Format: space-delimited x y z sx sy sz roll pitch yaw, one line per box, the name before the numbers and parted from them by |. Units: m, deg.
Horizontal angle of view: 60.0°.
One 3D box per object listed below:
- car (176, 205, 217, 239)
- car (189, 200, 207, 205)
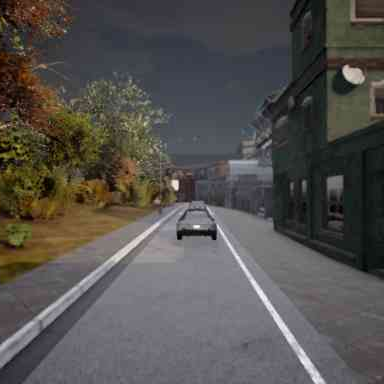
car | 0.245 1.575 17.355 1.994 1.385 4.181 0 0 1
car | 0.606 1.571 36.163 2.033 1.411 5.357 0 0 1
